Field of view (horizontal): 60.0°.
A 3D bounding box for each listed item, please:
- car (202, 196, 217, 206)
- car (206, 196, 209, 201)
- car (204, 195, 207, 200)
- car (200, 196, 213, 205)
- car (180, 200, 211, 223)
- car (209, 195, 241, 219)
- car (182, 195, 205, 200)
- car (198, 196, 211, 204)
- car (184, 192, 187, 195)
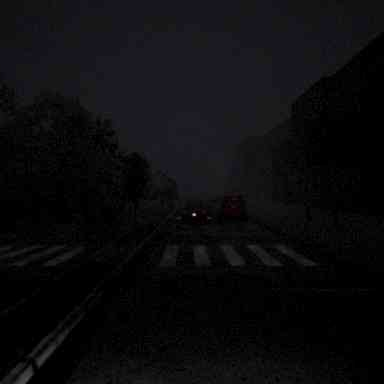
[{"bbox_3d":[2.876,1.501,55.051,2.163,1.488,4.792,0,0,-2],"label":"car"},{"bbox_3d":[3.132,1.486,38.219,2.231,1.521,4.892,0,0,0],"label":"car"},{"bbox_3d":[3.040,1.507,49.368,2.163,1.488,4.792,0,0,-1],"label":"car"},{"bbox_3d":[2.646,1.504,60.575,2.002,1.452,4.674,0,0,-3],"label":"car"},{"bbox_3d":[0.154,1.570,25.449,1.994,1.385,4.181,0,0,0],"label":"car"},{"bbox_3d":[3.119,1.361,32.648,2.185,1.767,4.553,0,0,0],"label":"car"},{"bbox_3d":[0.149,1.490,42.654,2.128,1.511,4.902,0,0,0],"label":"car"},{"bbox_3d":[2.360,1.484,66.171,2.163,1.488,4.792,0,0,-3],"label":"car"},{"bbox_3d":[-0.215,1.383,93.824,2.097,1.535,5.008,0,0,-7],"label":"car"}]
